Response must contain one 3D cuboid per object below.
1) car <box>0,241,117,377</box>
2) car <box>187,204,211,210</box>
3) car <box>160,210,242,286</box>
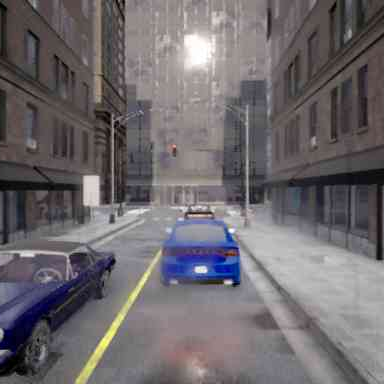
[{"bbox_3d":[-2.763,1.610,5.712,1.895,1.301,4.718,0,0,1],"label":"car"},{"bbox_3d":[0.426,1.518,20.768,2.128,1.511,4.902,0,0,0],"label":"car"},{"bbox_3d":[0.232,1.492,9.451,1.882,1.535,5.008,0,0,1],"label":"car"}]
